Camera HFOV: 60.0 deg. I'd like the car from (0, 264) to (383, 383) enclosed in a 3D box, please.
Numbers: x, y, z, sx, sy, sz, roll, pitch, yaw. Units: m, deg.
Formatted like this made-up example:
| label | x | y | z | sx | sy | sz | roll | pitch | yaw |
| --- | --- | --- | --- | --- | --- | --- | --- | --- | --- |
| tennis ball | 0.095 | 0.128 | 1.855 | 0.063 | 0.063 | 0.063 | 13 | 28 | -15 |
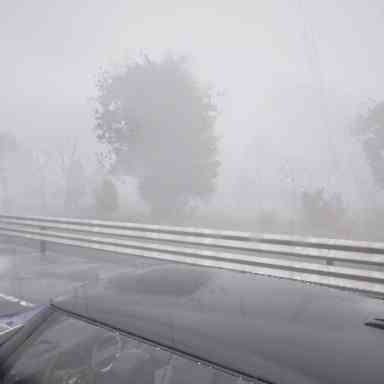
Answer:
| label | x | y | z | sx | sy | sz | roll | pitch | yaw |
| --- | --- | --- | --- | --- | --- | --- | --- | --- | --- |
| car | -0.272 | 1.352 | 2.295 | 4.553 | 1.767 | 2.097 | 0 | 0 | 36 |
